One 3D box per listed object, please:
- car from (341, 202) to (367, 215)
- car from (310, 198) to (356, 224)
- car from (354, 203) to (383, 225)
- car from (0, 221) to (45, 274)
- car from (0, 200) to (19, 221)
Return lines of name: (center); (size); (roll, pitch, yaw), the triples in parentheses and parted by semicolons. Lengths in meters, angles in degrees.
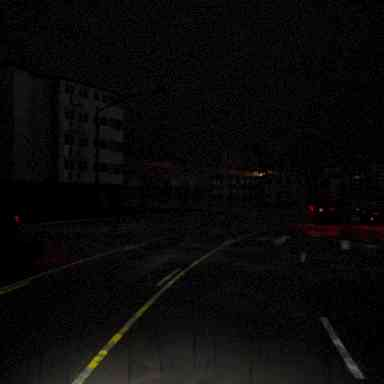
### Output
car: (19.673, 1.998, 40.520); (1.994, 1.385, 4.181); (0, 0, 15)
car: (11.826, 1.530, 28.222); (2.150, 2.045, 5.566); (0, -1, 39)
car: (14.715, 1.794, 26.238); (2.128, 1.511, 4.902); (0, -1, 39)
car: (-5.934, 1.654, 8.250); (1.895, 1.301, 4.718); (0, -1, 12)
car: (-8.771, 1.294, 11.759); (2.150, 2.045, 5.566); (0, -1, 15)
